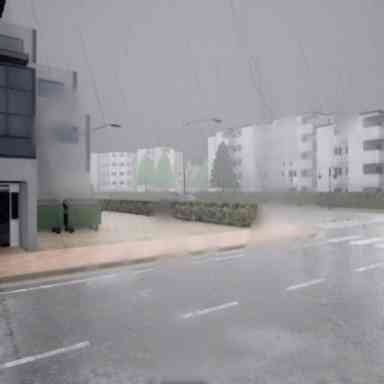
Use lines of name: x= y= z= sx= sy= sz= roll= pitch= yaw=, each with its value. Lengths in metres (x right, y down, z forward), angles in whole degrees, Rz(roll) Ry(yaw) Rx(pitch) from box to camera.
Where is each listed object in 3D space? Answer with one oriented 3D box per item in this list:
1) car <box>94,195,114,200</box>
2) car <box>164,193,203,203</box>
car: x=-14.179 y=1.243 z=53.198 sx=2.097 sy=1.767 sz=4.553 roll=0 pitch=0 yaw=-41
car: x=-0.944 y=1.111 z=35.251 sx=2.150 sy=2.045 sz=5.566 roll=0 pitch=0 yaw=-36
